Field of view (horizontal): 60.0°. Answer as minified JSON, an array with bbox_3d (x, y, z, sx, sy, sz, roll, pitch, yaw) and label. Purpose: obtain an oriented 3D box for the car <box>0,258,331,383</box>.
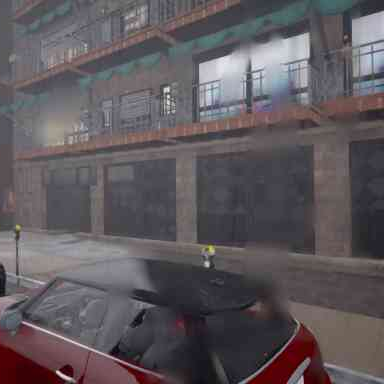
[{"bbox_3d":[-0.831,1.441,3.482,4.097,1.590,1.967,0,-1,36],"label":"car"}]
